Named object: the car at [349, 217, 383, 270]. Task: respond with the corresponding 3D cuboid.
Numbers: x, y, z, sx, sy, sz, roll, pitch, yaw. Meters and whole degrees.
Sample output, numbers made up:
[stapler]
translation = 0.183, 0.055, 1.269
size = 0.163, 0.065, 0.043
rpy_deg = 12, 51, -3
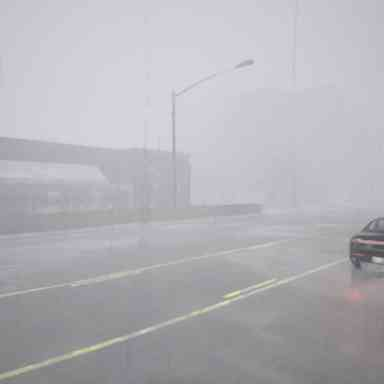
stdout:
[car]
translation = 6.410, 1.483, 9.995
size = 4.902, 1.511, 2.128
rpy_deg = 0, 0, -44
